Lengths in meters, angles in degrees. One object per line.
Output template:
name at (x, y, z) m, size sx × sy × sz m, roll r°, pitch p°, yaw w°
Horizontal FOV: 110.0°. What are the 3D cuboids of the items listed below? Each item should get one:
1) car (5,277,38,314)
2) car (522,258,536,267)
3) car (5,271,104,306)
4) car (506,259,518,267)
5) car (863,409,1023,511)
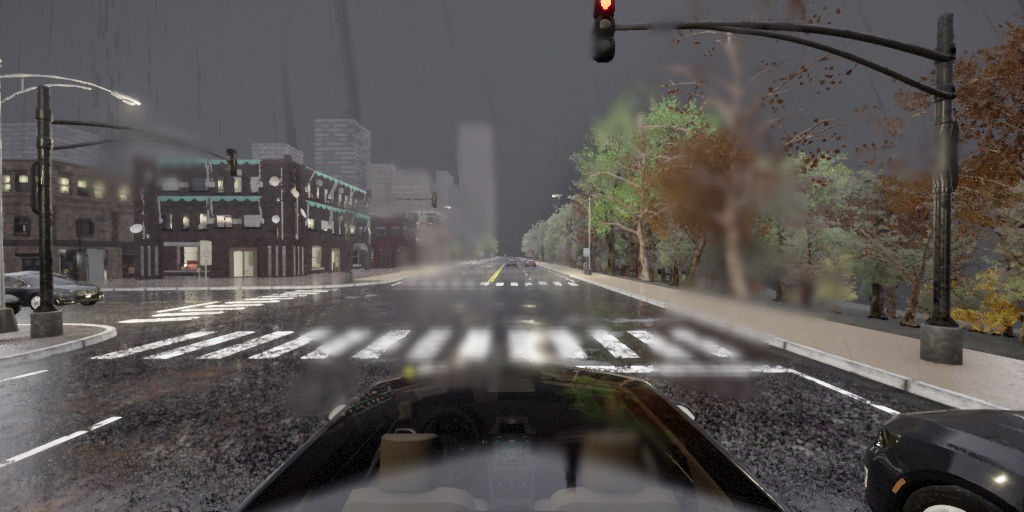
car at (-19.973, 1.565, 12.427) m, size 4.313 × 1.339 × 1.948 m, roll 0°, pitch 0°, yaw 0°
car at (3.204, 1.252, 63.367) m, size 1.812 × 1.442 × 4.674 m, roll 0°, pitch 0°, yaw 0°
car at (-20.315, 1.481, 15.131) m, size 4.892 × 1.490 × 1.837 m, roll -1°, pitch 1°, yaw 0°
car at (-0.048, 1.231, 63.053) m, size 1.837 × 1.490 × 4.892 m, roll 0°, pitch 0°, yaw 0°
car at (3.353, 1.255, 0.435) m, size 1.837 × 1.490 × 4.892 m, roll 0°, pitch 0°, yaw 0°
